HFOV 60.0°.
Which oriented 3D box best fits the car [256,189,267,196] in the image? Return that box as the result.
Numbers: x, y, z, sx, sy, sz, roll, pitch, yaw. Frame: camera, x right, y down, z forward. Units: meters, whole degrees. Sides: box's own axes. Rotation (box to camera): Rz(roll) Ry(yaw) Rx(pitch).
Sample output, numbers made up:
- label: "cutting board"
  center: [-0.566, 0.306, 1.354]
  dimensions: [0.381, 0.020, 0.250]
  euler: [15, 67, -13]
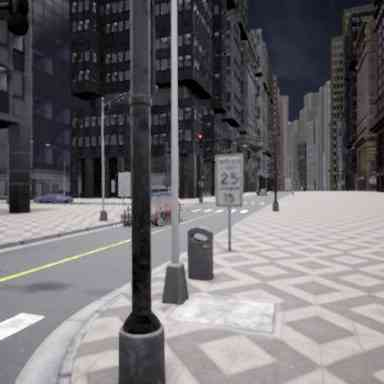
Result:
- label: "car"
  center: [14.132, 0.079, 67.266]
  dimensions: [1.837, 1.490, 4.892]
  euler: [0, 1, 19]

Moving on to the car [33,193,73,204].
- label: "car"
  center: [-18.300, 0.868, 43.817]
  dimensions: [5.357, 1.411, 2.033]
  euler: [0, 0, 19]

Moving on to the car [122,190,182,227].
- label: "car"
  center: [-2.226, 0.965, 19.461]
  dimensions: [2.097, 1.767, 4.553]
  euler: [0, 1, 19]

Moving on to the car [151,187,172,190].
- label: "car"
  center: [-4.347, 0.494, 38.967]
  dimensions: [5.566, 2.045, 2.150]
  euler: [-1, 0, 22]
